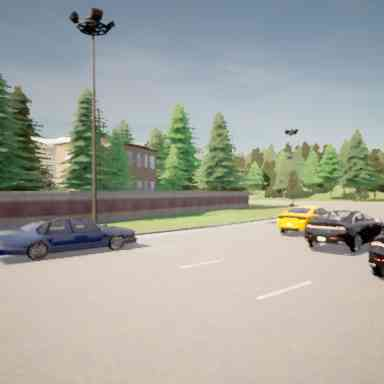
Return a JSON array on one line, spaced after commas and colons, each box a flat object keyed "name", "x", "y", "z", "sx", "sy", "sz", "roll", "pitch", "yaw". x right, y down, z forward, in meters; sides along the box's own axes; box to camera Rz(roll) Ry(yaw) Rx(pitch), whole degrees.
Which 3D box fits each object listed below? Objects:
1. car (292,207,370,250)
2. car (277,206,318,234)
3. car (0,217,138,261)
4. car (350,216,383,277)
[{"name": "car", "x": 6.489, "y": 1.502, "z": 13.831, "sx": 4.902, "sy": 1.511, "sz": 2.128, "roll": 0, "pitch": 0, "yaw": -44}, {"name": "car", "x": 6.741, "y": 1.519, "z": 18.957, "sx": 1.882, "sy": 1.535, "sz": 5.008, "roll": -1, "pitch": -1, "yaw": 44}, {"name": "car", "x": -4.863, "y": 1.697, "z": 13.063, "sx": 5.357, "sy": 1.411, "sz": 2.033, "roll": 0, "pitch": 0, "yaw": -39}, {"name": "car", "x": 6.577, "y": 1.471, "z": 9.198, "sx": 4.902, "sy": 1.511, "sz": 2.128, "roll": 0, "pitch": 0, "yaw": -42}]
